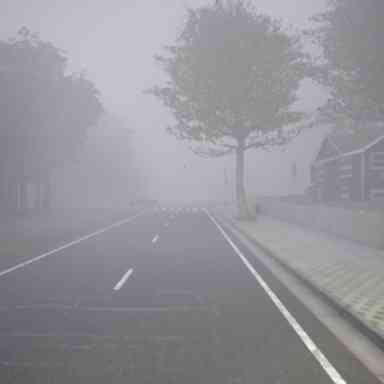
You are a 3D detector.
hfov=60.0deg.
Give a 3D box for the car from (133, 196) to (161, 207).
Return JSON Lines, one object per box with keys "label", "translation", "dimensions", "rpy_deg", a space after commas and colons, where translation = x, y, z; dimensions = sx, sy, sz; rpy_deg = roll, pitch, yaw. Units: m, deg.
{"label": "car", "translation": [-7.155, 1.365, 52.150], "dimensions": [4.553, 1.767, 2.097], "rpy_deg": [-1, -1, 0]}
